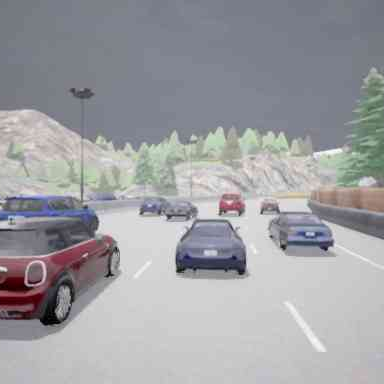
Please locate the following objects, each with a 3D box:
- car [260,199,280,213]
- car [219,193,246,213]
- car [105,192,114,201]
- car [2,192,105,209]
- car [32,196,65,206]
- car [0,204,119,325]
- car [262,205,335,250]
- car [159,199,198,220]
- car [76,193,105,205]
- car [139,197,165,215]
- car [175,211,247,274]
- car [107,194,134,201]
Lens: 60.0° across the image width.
[{"bbox_3d":[8.087,1.437,34.498,1.812,1.442,4.674,0,0,14],"label":"car"},{"bbox_3d":[3.932,1.124,32.290,2.150,2.045,5.566,0,0,13],"label":"car"},{"bbox_3d":[-13.367,0.995,49.321,2.150,2.045,5.566,0,0,17],"label":"car"},{"bbox_3d":[-6.042,1.146,14.668,2.150,2.045,5.566,0,0,6],"label":"car"},{"bbox_3d":[-20.871,1.347,48.658,1.895,1.301,4.718,0,0,17],"label":"car"},{"bbox_3d":[-3.096,1.314,7.236,2.097,1.767,4.553,0,0,3],"label":"car"},{"bbox_3d":[4.411,1.515,14.160,2.033,1.411,5.357,0,0,6],"label":"car"},{"bbox_3d":[-0.741,1.449,27.114,2.033,1.411,5.357,0,0,11],"label":"car"},{"bbox_3d":[-15.993,1.104,52.534,2.097,1.767,4.553,0,0,19],"label":"car"},{"bbox_3d":[-3.329,1.227,31.690,2.097,1.767,4.553,0,0,12],"label":"car"},{"bbox_3d":[0.621,1.529,10.560,1.994,1.385,4.181,0,0,4],"label":"car"},{"bbox_3d":[-9.928,1.390,48.611,1.895,1.301,4.718,0,0,18],"label":"car"}]
